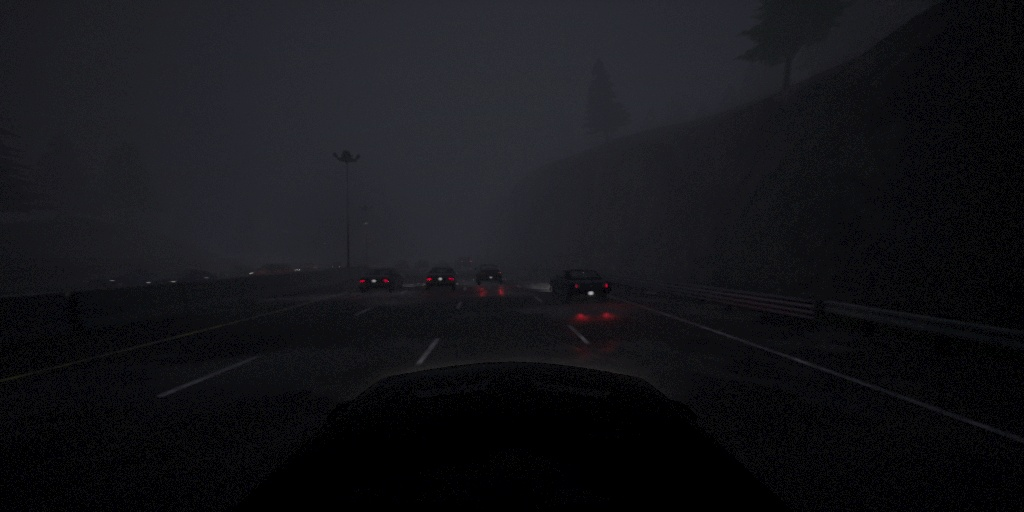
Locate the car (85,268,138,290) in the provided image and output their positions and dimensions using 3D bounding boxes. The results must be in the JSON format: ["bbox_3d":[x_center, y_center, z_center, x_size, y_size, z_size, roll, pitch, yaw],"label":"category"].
[{"bbox_3d":[-30.472,1.720,28.274,1.882,1.535,5.008,-1,0,-9],"label":"car"}]

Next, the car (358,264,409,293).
[{"bbox_3d":[-7.901,1.428,22.019,2.033,1.411,5.357,-1,0,-9],"label":"car"}]

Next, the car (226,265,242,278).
[{"bbox_3d":[-29.464,1.719,38.700,2.128,1.511,4.902,-1,0,-15],"label":"car"}]

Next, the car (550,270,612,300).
[{"bbox_3d":[3.139,1.304,17.480,1.895,1.301,4.718,-1,0,-6],"label":"car"}]

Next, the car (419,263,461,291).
[{"bbox_3d":[-4.450,1.373,22.788,2.033,1.411,5.357,-1,0,-9],"label":"car"}]

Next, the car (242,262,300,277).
[{"bbox_3d":[-20.410,1.433,30.628,2.097,1.767,4.553,-1,0,-11],"label":"car"}]

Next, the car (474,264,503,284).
[{"bbox_3d":[-1.824,1.311,27.100,1.812,1.442,4.674,-1,0,-9],"label":"car"}]

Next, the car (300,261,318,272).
[{"bbox_3d":[-31.825,1.748,56.497,1.882,1.535,5.008,-1,1,-23],"label":"car"}]

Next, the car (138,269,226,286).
[{"bbox_3d":[-22.678,1.643,24.935,1.812,1.442,4.674,-1,0,-6],"label":"car"}]
